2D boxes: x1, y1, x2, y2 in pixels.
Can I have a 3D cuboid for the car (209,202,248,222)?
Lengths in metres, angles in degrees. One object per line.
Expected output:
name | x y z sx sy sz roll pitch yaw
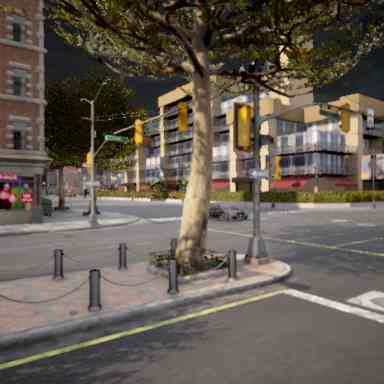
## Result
car | 2.396 1.517 25.875 1.994 1.385 4.181 0 0 -36
